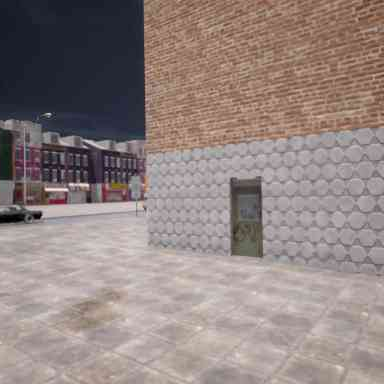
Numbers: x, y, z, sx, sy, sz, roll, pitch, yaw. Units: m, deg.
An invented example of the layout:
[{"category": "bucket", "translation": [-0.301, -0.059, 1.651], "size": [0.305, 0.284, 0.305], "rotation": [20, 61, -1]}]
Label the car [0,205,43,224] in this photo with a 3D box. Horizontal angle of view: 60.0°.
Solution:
[{"category": "car", "translation": [-12.475, 1.551, 21.826], "size": [1.895, 1.301, 4.718], "rotation": [-2, 0, 35]}]

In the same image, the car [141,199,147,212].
[{"category": "car", "translation": [-2.910, 0.991, 35.438], "size": [2.150, 2.045, 5.566], "rotation": [-2, 0, 35]}]
